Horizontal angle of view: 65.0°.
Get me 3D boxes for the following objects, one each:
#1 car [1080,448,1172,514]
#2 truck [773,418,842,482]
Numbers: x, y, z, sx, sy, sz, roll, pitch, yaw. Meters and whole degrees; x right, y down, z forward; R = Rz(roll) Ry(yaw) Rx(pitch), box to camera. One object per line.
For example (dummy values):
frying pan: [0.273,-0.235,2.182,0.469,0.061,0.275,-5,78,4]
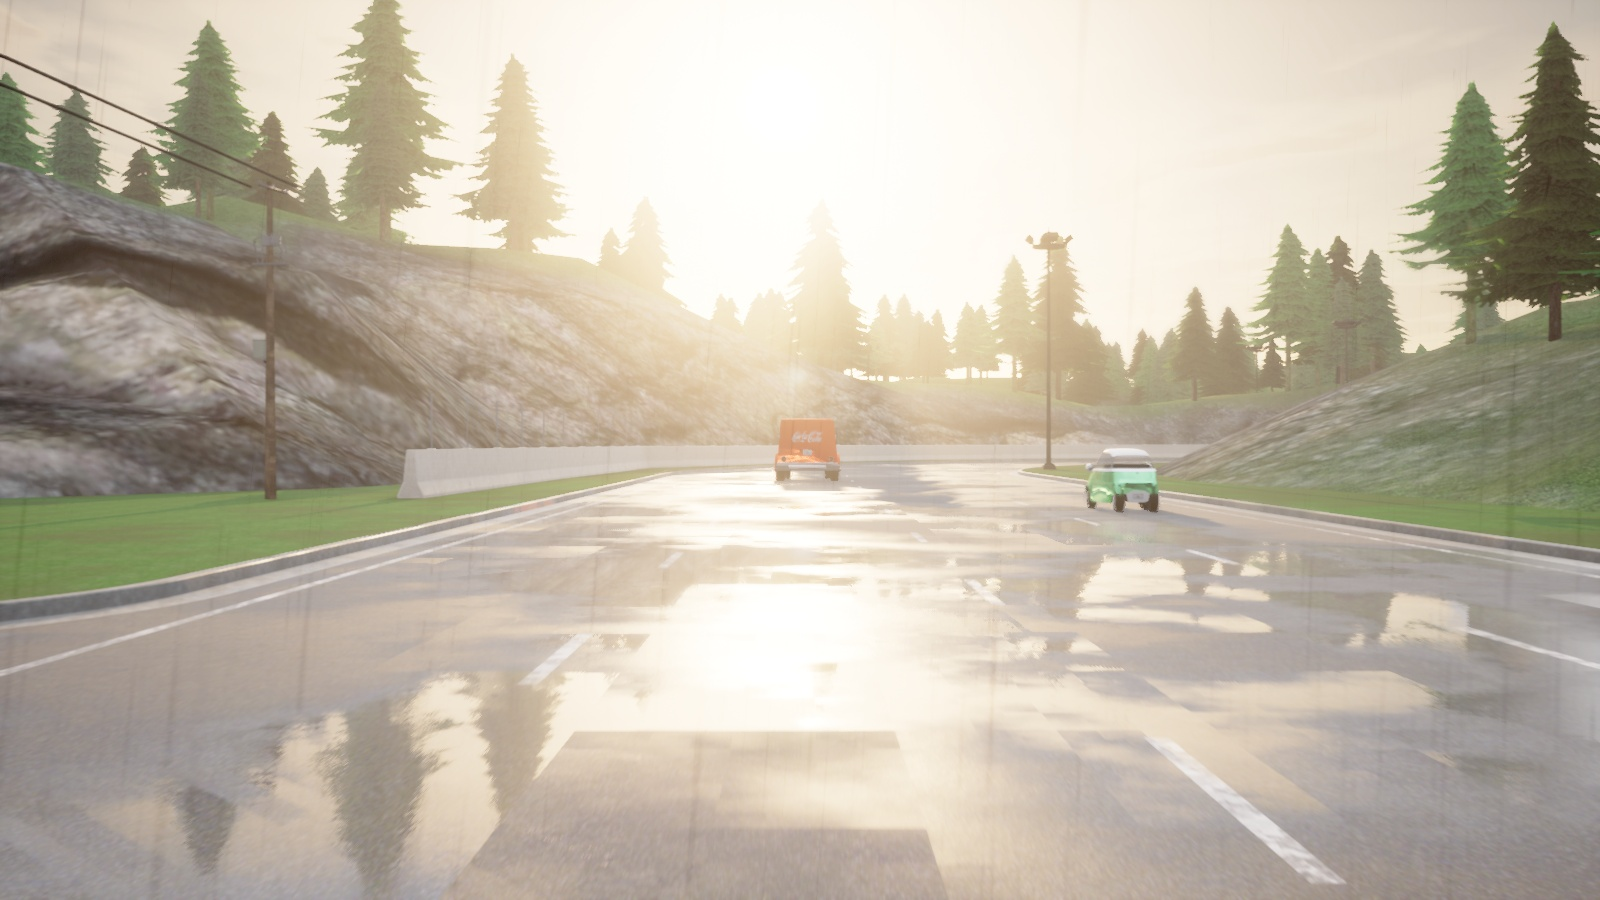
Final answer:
car: [7.173,0.650,27.776,1.481,1.376,2.207,0,1,0]
truck: [0.306,-0.028,51.017,2.627,2.467,5.204,0,0,0]
